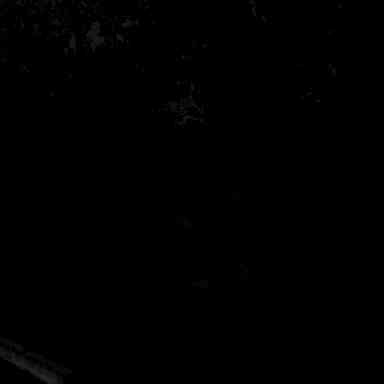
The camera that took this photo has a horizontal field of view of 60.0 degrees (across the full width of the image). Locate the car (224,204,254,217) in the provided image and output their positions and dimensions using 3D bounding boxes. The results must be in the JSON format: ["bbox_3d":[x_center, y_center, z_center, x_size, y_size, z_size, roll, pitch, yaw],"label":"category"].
[{"bbox_3d":[6.589,2.509,46.045,2.097,1.535,5.008,-1,0,35],"label":"car"}]

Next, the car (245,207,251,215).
[{"bbox_3d":[8.836,2.355,44.418,2.185,1.767,4.553,-1,0,35],"label":"car"}]
